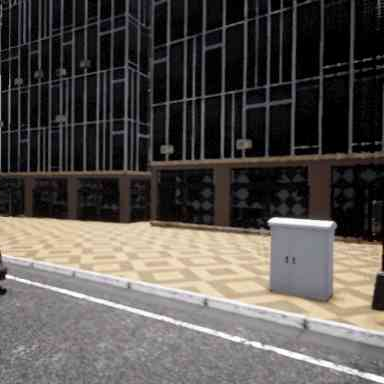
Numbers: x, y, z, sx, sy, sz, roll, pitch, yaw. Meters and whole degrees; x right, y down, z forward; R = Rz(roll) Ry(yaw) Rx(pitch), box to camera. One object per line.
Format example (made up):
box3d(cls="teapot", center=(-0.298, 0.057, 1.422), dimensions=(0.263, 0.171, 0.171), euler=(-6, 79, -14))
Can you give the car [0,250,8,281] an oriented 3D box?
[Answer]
box3d(cls="car", center=(-6.658, 1.535, 8.060), dimensions=(5.357, 1.411, 2.033), euler=(0, 0, 33))
